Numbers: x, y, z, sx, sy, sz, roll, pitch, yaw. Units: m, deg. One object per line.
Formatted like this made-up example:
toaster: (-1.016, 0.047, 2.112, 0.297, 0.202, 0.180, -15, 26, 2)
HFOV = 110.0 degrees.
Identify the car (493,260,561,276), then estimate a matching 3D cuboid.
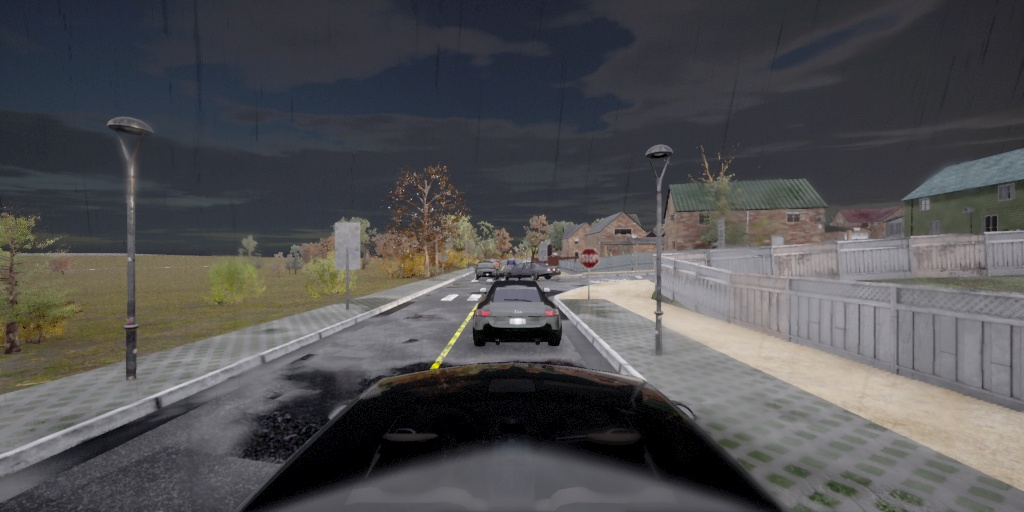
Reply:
car: (1.282, 1.198, 28.398, 5.357, 1.411, 2.033, -4, -3, 43)

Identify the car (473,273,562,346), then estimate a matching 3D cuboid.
car: (0.086, 1.313, 9.381, 1.994, 1.385, 4.181, 0, 0, -1)

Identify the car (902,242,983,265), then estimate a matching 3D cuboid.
car: (23.850, -0.208, 20.399, 4.902, 1.511, 2.128, -3, 0, 14)

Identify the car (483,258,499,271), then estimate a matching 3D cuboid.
car: (-2.949, 1.121, 51.119, 2.097, 1.767, 4.553, 0, 0, 1)

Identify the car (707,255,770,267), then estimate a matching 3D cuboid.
car: (14.344, 0.413, 22.801, 4.181, 1.385, 1.994, -3, 0, 16)

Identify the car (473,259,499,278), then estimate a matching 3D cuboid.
car: (-2.312, 1.258, 31.302, 1.837, 1.490, 4.892, 0, 0, -8)
